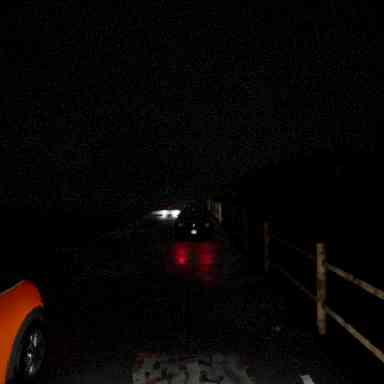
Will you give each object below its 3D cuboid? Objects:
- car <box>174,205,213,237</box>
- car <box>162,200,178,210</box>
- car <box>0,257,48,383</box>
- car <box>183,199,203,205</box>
[{"bbox_3d":[0.101,1.620,18.131,1.895,1.301,4.718,0,0,0],"label":"car"},{"bbox_3d":[-2.844,1.693,43.849,1.895,1.301,4.718,0,0,0],"label":"car"},{"bbox_3d":[-2.851,1.353,2.244,2.097,1.767,4.553,0,0,0],"label":"car"},{"bbox_3d":[0.101,1.567,35.754,1.837,1.490,4.892,0,0,0],"label":"car"}]
